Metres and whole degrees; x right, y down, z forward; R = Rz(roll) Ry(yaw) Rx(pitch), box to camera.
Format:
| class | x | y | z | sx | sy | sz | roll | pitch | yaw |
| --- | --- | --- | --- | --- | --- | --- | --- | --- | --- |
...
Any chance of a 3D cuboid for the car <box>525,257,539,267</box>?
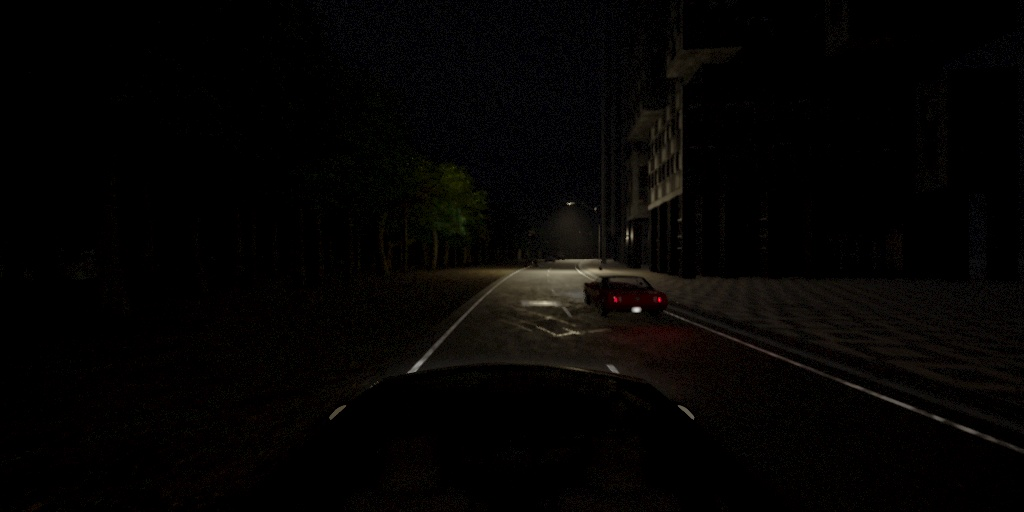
| class | x | y | z | sx | sy | sz | roll | pitch | yaw |
| --- | --- | --- | --- | --- | --- | --- | --- | --- | --- |
| car | 3.023 | 0.923 | 54.417 | 1.837 | 1.490 | 4.892 | 0 | 1 | 9 |

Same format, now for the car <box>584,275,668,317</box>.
| class | x | y | z | sx | sy | sz | roll | pitch | yaw |
| --- | --- | --- | --- | --- | --- | --- | --- | --- | --- |
| car | 3.854 | 1.339 | 13.078 | 1.895 | 1.301 | 4.718 | 0 | 0 | 2 |
